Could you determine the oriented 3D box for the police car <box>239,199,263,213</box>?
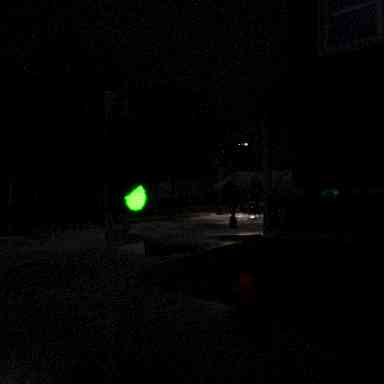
[{"bbox_3d":[7.340,1.681,39.363,2.038,1.542,4.974,-1,0,35],"label":"police car"}]
